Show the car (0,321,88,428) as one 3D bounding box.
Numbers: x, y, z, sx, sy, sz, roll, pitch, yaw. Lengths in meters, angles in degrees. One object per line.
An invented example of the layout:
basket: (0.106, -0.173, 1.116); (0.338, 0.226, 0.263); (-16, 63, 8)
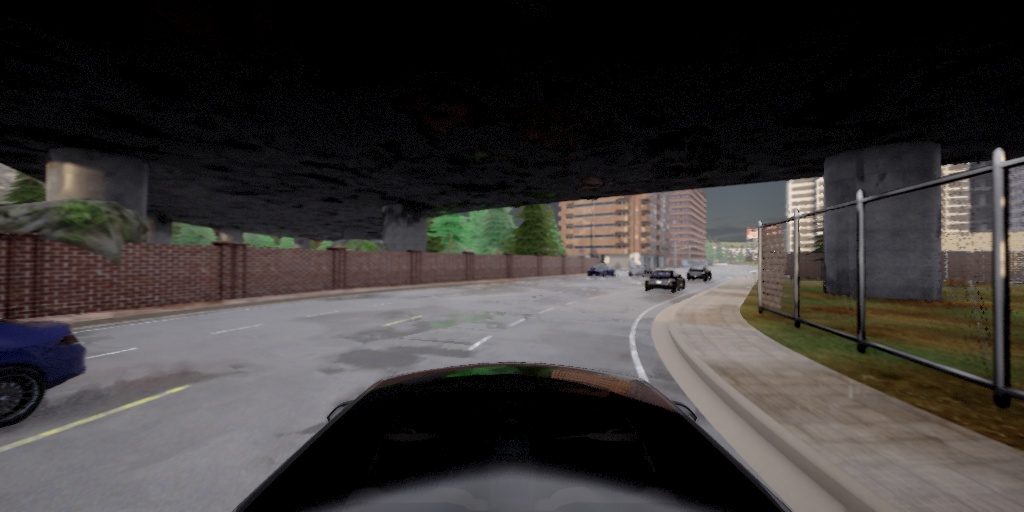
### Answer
car: (-6.819, 1.234, 2.930); (1.812, 1.442, 4.674); (0, -1, 5)

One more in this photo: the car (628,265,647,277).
car: (15.866, 1.875, 44.328); (2.128, 1.511, 4.902); (0, -1, 36)

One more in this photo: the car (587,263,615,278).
car: (10.786, 1.679, 43.292); (2.097, 1.767, 4.553); (0, -1, 36)

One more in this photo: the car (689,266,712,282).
car: (19.230, 1.812, 36.805); (2.128, 1.511, 4.902); (0, -1, 35)

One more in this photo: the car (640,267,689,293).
car: (10.490, 1.668, 24.462); (1.994, 1.385, 4.181); (0, -1, 35)
